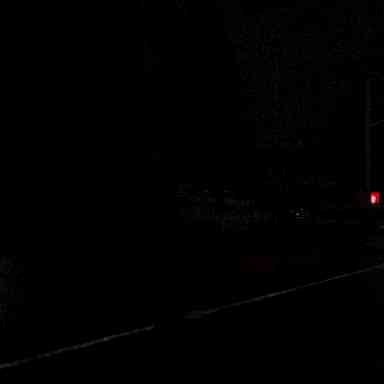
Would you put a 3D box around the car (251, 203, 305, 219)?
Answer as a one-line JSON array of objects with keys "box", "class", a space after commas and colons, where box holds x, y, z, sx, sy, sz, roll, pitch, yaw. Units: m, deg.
[{"box": [7.495, 1.616, 29.269, 1.895, 1.301, 4.718, 0, 0, -37], "class": "car"}]

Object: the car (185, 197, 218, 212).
[{"box": [1.270, 1.579, 37.511, 1.994, 1.385, 4.181, 0, 0, -37], "class": "car"}]

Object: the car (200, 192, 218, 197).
[{"box": [5.034, 1.113, 92.368, 1.932, 1.855, 4.605, 0, 0, -37], "class": "car"}]
